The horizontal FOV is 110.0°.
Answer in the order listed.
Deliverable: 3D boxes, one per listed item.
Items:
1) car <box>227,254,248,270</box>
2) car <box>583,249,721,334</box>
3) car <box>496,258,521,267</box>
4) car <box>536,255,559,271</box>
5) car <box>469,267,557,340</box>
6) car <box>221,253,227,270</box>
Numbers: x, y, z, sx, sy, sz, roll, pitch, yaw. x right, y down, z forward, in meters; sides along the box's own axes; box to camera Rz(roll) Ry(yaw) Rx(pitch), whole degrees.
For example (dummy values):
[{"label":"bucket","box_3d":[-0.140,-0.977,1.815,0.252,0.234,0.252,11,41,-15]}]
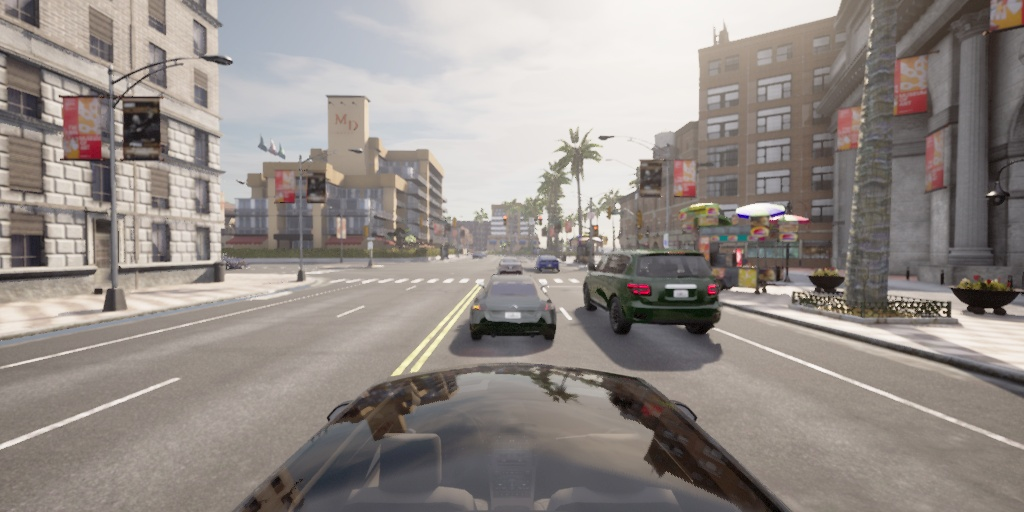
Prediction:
[{"label":"car","box_3d":[-29.201,0.504,35.863,4.553,1.767,2.097,0,1,-1]},{"label":"car","box_3d":[3.526,0.825,10.162,2.150,2.045,5.566,0,1,0]},{"label":"car","box_3d":[-0.238,0.830,28.525,2.033,1.411,5.357,0,1,-3]},{"label":"car","box_3d":[3.401,0.649,34.934,1.882,1.535,5.008,0,1,0]},{"label":"car","box_3d":[0.025,1.178,9.533,1.994,1.385,4.181,0,1,0]},{"label":"car","box_3d":[-29.151,0.718,32.362,4.892,1.490,1.837,0,1,-1]}]
